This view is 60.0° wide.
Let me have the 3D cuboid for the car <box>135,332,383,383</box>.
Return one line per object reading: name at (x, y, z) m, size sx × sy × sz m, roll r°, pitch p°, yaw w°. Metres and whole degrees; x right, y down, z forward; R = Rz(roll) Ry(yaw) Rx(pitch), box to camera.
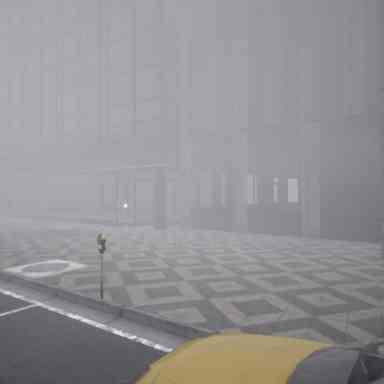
car at (1.630, 1.525, 1.920) m, size 4.829 × 1.417 × 1.752 m, roll 0°, pitch 0°, yaw 36°
